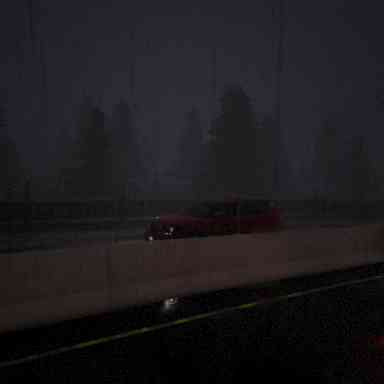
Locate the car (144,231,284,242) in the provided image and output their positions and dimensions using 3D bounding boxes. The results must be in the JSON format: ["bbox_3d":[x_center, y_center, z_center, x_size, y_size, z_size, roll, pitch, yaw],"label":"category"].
[{"bbox_3d":[1.002,1.256,12.706,5.566,2.045,2.150,1,0,-30],"label":"car"}]
